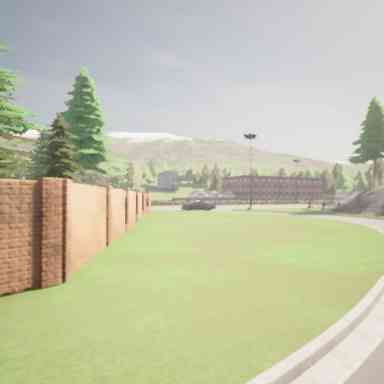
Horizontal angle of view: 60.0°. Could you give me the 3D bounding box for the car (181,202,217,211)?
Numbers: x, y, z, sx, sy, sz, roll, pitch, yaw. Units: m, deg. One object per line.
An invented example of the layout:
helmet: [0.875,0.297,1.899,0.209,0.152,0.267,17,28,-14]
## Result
car: [1.061,2.135,50.034,5.357,1.411,2.033,0,-1,16]
